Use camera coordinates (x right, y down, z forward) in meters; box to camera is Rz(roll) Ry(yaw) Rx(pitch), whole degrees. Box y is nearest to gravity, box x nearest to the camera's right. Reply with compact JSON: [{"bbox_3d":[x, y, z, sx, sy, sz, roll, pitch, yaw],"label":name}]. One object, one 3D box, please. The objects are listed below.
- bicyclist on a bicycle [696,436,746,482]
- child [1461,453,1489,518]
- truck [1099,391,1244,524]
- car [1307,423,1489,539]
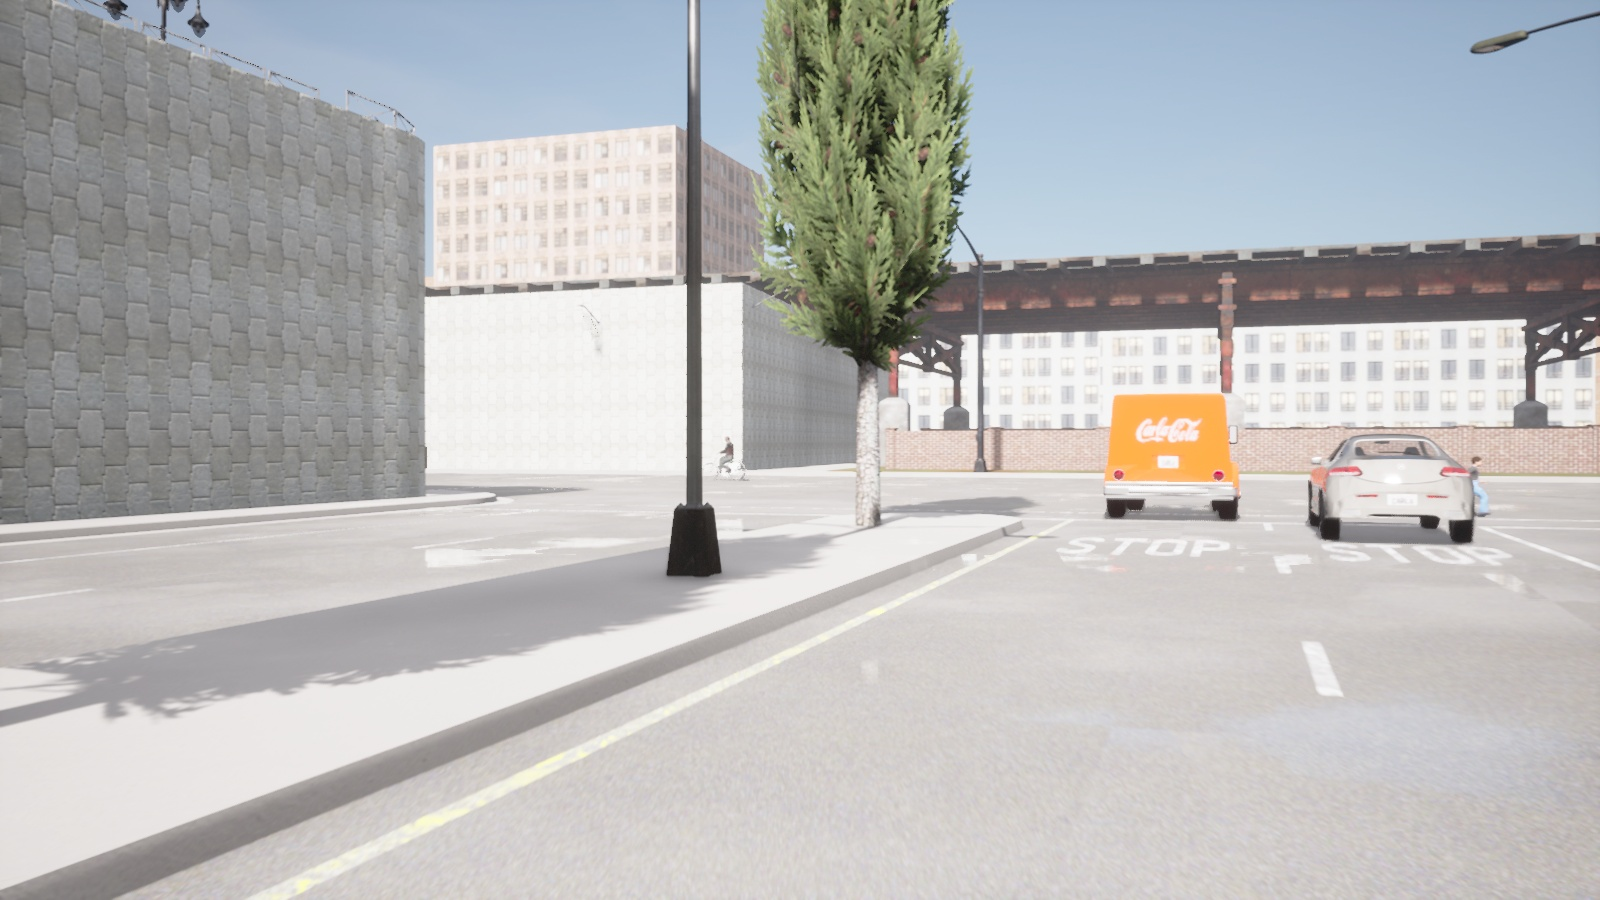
[{"bbox_3d":[-3.085,0.337,49.228,1.843,1.776,0.659,0,0,20],"label":"bicyclist on a bicycle"},{"bbox_3d":[13.368,0.700,24.883,0.437,1.263,0.270,0,0,17],"label":"child"},{"bbox_3d":[7.862,0.118,26.244,2.627,2.467,5.204,0,0,19],"label":"truck"},{"bbox_3d":[9.588,0.417,20.558,2.152,1.651,5.027,0,0,19],"label":"car"}]
